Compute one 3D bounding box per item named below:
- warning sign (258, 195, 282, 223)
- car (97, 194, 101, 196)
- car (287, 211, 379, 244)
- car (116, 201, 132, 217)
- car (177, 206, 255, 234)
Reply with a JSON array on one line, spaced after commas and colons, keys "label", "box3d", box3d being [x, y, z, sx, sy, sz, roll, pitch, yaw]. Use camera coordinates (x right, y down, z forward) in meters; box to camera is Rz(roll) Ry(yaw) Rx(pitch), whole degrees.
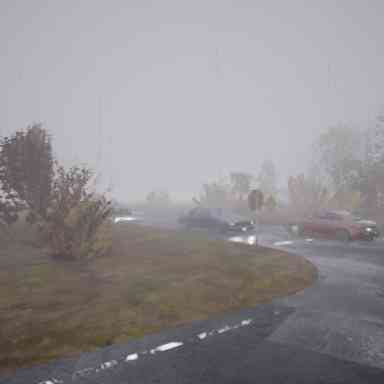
[{"label": "warning sign", "box3d": [5.509, 1.151, 23.402, 1.300, 1.860, 1.060, 0, 0, -36]}, {"label": "car", "box3d": [-13.275, 1.273, 45.184, 2.150, 2.045, 5.566, 0, 0, -35]}, {"label": "car", "box3d": [6.627, 1.582, 16.063, 1.994, 1.385, 4.181, 0, 0, -30]}, {"label": "car", "box3d": [-7.281, 1.590, 31.403, 1.994, 1.385, 4.181, 0, 0, -36]}, {"label": "car", "box3d": [1.202, 1.560, 19.535, 2.033, 1.411, 5.357, 0, 0, -35]}]
